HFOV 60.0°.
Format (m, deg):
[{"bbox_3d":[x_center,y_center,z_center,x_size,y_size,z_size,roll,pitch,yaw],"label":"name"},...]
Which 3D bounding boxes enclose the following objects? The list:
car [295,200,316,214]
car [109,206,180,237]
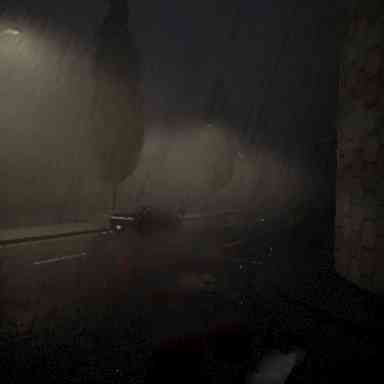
[{"bbox_3d":[15.329,1.922,44.817,2.097,1.767,4.553,2,0,29],"label":"car"},{"bbox_3d":[-2.418,1.508,18.165,2.128,1.511,4.902,2,0,27],"label":"car"}]
